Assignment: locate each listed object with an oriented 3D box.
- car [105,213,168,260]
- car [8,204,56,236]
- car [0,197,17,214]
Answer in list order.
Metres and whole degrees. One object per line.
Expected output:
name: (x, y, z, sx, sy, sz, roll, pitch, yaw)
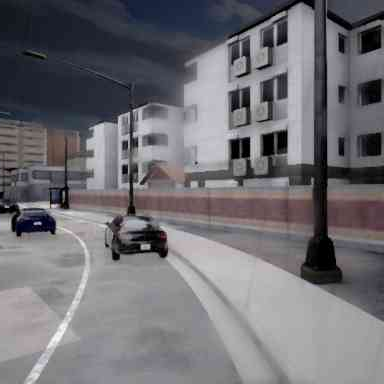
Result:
car: (-2.186, 1.525, 12.418, 1.812, 1.442, 4.674, 0, 0, -19)
car: (-8.926, 1.564, 18.626, 1.994, 1.385, 4.181, 0, 0, -32)
car: (-17.605, 1.350, 31.263, 2.097, 1.767, 4.553, 0, 0, -35)
